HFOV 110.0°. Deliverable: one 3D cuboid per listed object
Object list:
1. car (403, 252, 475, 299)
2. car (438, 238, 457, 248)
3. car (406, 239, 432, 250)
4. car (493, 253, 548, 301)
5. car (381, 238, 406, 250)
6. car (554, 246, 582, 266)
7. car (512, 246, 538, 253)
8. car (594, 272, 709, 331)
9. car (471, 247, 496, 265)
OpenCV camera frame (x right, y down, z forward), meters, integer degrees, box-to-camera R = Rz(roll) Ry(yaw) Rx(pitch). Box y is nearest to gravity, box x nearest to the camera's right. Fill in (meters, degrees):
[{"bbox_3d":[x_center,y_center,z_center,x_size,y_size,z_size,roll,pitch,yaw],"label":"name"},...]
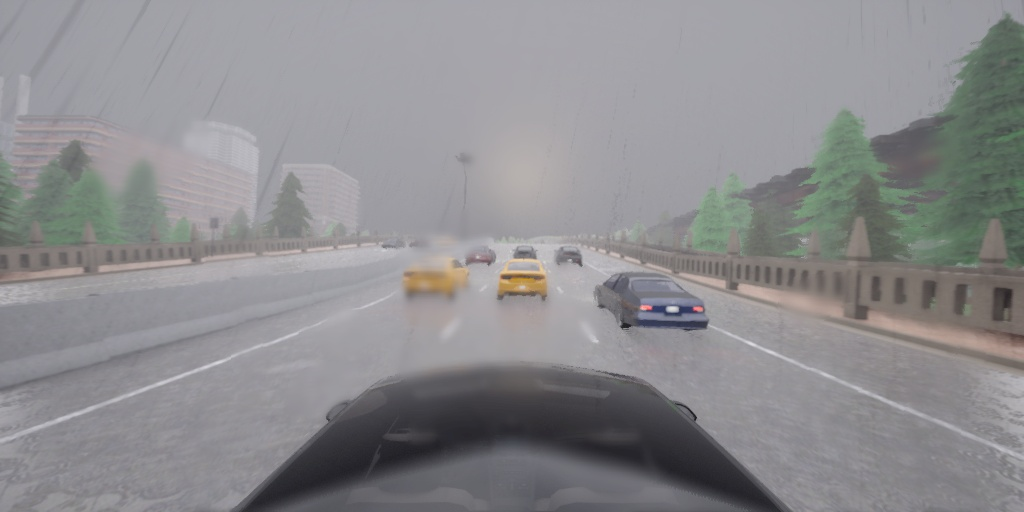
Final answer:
[{"bbox_3d":[-2.996,0.803,15.230,1.882,1.535,5.008,1,2,3],"label":"car"},{"bbox_3d":[-8.809,-1.690,49.145,1.882,1.535,5.008,1,4,2],"label":"car"},{"bbox_3d":[-12.338,-1.568,48.570,1.895,1.301,4.718,1,4,2],"label":"car"},{"bbox_3d":[0.502,0.855,15.100,1.882,1.535,5.008,1,2,3],"label":"car"},{"bbox_3d":[-15.843,-1.658,48.473,2.033,1.411,5.357,1,4,2],"label":"car"},{"bbox_3d":[4.557,-0.052,29.220,1.837,1.490,4.892,1,5,3],"label":"car"},{"bbox_3d":[1.061,-0.106,29.374,1.837,1.490,4.892,1,5,3],"label":"car"},{"bbox_3d":[3.797,1.174,10.729,2.033,1.411,5.357,1,2,3],"label":"car"},{"bbox_3d":[-2.441,-0.091,29.369,1.994,1.385,4.181,1,4,3],"label":"car"}]
